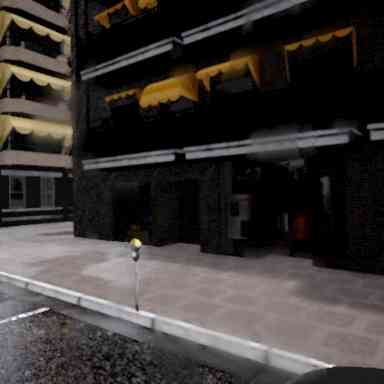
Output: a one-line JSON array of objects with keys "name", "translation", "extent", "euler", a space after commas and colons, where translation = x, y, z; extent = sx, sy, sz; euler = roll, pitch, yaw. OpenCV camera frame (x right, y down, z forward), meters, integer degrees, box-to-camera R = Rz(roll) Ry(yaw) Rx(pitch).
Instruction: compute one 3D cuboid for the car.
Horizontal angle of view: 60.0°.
[{"name": "car", "translation": [2.302, 1.545, 1.238], "extent": [4.403, 1.369, 2.008], "euler": [0, -1, 36]}]
